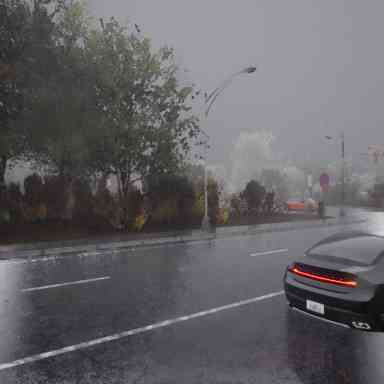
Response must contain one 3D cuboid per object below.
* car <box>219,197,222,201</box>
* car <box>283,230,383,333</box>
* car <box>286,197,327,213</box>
[{"bbox_3d":[4.522,1.366,69.519,1.994,1.385,4.181,0,1,-33],"label":"car"},{"bbox_3d":[3.854,1.507,6.486,4.892,1.490,1.837,0,0,-35],"label":"car"},{"bbox_3d":[12.529,1.361,36.835,2.097,1.767,4.553,0,0,-32],"label":"car"}]
